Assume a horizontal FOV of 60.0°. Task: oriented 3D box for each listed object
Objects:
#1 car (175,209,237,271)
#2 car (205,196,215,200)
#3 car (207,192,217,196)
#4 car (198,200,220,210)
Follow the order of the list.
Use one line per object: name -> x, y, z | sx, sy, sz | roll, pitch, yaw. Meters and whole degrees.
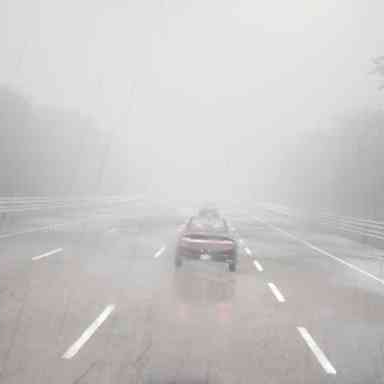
car -> 0.521, 1.610, 11.575 | 2.128, 1.511, 4.902 | 3, 0, 3
car -> 2.513, 1.788, 48.661 | 1.812, 1.442, 4.674 | 3, 1, 3
car -> 4.188, 1.441, 77.800 | 2.128, 1.511, 4.902 | 3, 1, 4
car -> 1.539, 1.804, 30.647 | 1.812, 1.442, 4.674 | 3, 0, 3
